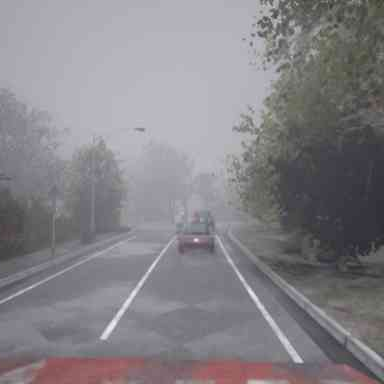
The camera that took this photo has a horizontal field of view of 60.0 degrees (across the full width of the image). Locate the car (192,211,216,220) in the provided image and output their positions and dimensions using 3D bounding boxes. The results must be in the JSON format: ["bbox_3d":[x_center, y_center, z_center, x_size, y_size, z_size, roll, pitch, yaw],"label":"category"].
[{"bbox_3d":[1.234,2.930,34.160,2.150,2.045,5.566,-1,-3,7],"label":"car"}]

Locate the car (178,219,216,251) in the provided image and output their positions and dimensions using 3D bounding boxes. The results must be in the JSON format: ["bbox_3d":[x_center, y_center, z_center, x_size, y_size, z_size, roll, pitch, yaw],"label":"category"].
[{"bbox_3d":[0.263,2.533,19.196,1.994,1.385,4.181,-1,-2,1],"label":"car"}]
